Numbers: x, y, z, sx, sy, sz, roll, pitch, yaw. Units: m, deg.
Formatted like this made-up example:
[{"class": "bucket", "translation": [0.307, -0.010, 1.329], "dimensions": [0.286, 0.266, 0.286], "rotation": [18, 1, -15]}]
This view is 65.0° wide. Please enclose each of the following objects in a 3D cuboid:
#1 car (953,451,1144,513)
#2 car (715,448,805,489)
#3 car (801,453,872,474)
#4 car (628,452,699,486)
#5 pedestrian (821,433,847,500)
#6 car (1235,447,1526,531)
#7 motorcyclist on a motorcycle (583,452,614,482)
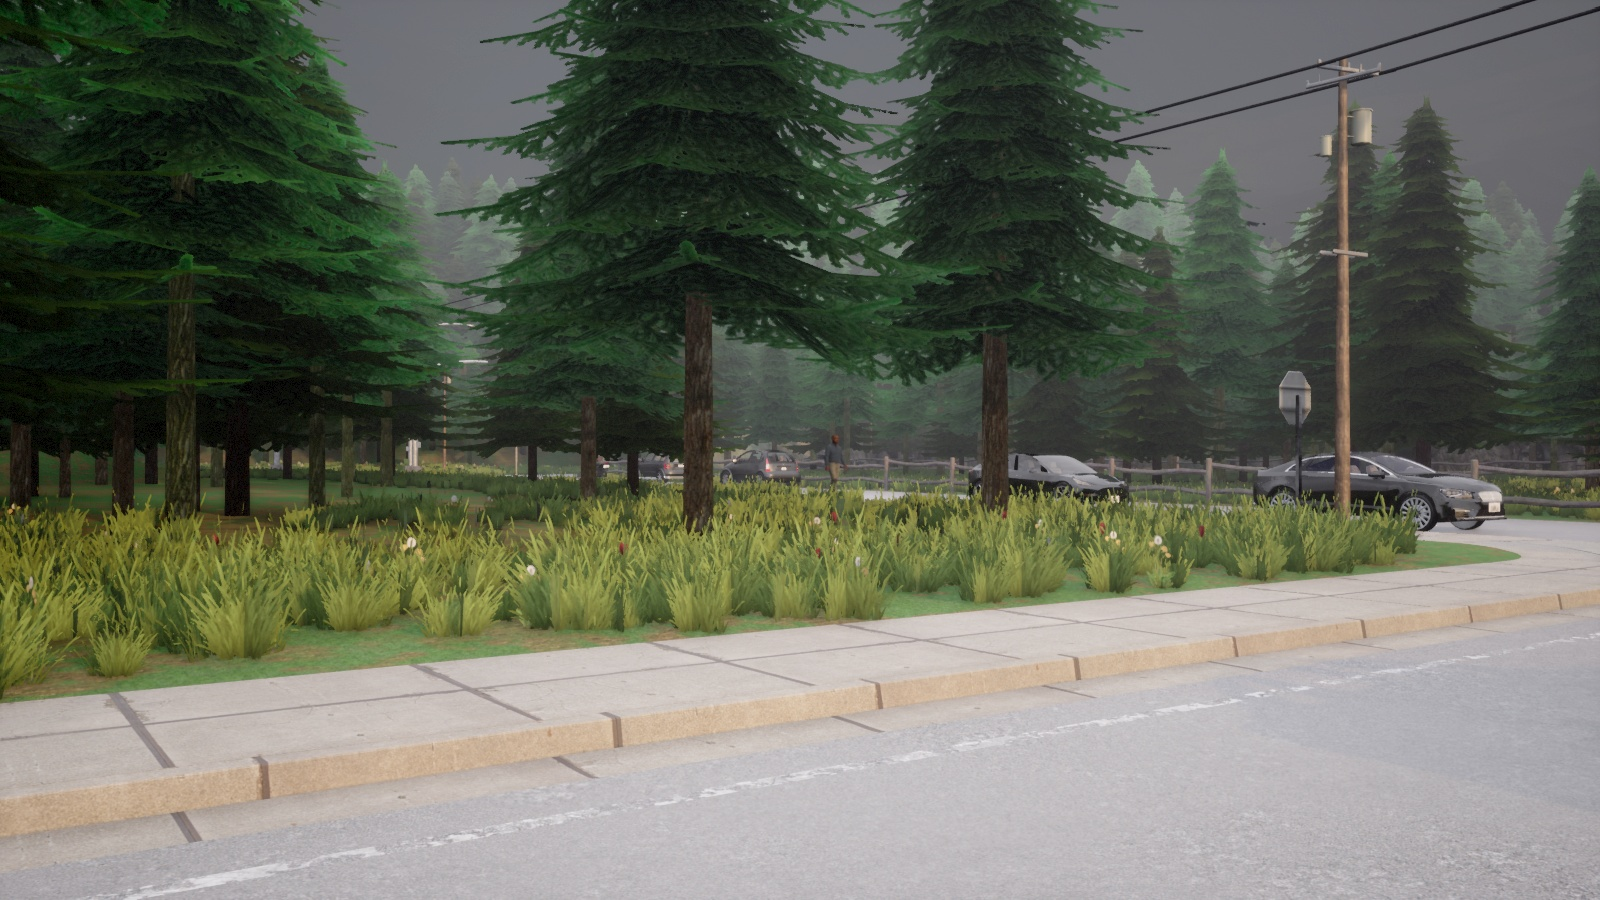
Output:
[{"class": "car", "translation": [6.418, 0.777, 32.963], "dimensions": [2.163, 1.488, 4.792], "rotation": [0, 0, -33]}, {"class": "car", "translation": [-1.681, 0.746, 51.447], "dimensions": [1.851, 1.617, 3.988], "rotation": [0, 0, -34]}, {"class": "car", "translation": [2.560, 0.961, 88.796], "dimensions": [4.892, 1.490, 1.837], "rotation": [0, -1, -4]}, {"class": "car", "translation": [-6.387, 0.853, 58.522], "dimensions": [1.789, 1.549, 3.705], "rotation": [0, 0, -34]}, {"class": "pedestrian", "translation": [0.938, 0.452, 34.630], "dimensions": [0.370, 1.835, 0.726], "rotation": [0, 0, -35]}, {"class": "car", "translation": [11.409, 0.703, 25.054], "dimensions": [2.128, 1.511, 4.902], "rotation": [0, 0, -32]}, {"class": "motorcyclist on a motorcycle", "translation": [-10.341, 0.880, 64.410], "dimensions": [0.797, 1.523, 2.044], "rotation": [0, 0, -35]}]
